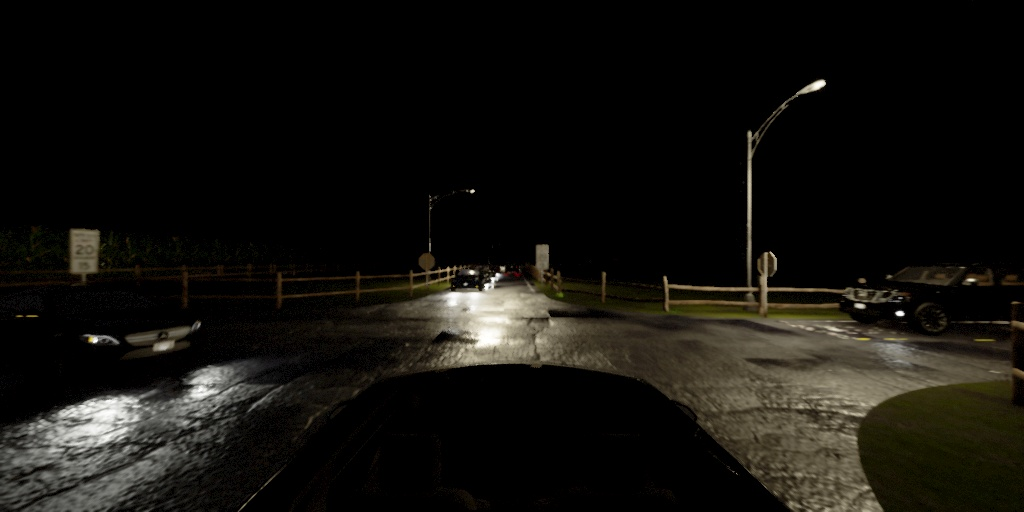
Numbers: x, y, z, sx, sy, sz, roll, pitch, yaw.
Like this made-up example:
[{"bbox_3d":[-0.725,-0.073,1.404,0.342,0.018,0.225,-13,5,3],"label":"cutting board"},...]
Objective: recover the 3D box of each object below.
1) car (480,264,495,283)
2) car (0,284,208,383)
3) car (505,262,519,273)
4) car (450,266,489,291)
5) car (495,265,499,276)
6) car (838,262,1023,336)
[{"bbox_3d":[-2.867,1.628,33.006,1.837,1.490,4.892,0,-1,0],"label":"car"},{"bbox_3d":[-8.303,1.302,6.992,4.674,1.442,1.812,0,-1,18],"label":"car"},{"bbox_3d":[-0.036,1.741,55.597,2.097,1.767,4.553,0,-1,0],"label":"car"},{"bbox_3d":[-2.862,1.582,24.181,1.994,1.385,4.181,0,-1,1],"label":"car"},{"bbox_3d":[-2.862,1.746,42.989,1.837,1.490,4.892,0,-1,0],"label":"car"},{"bbox_3d":[13.345,1.192,10.851,5.566,2.045,2.150,0,-1,1],"label":"car"}]
